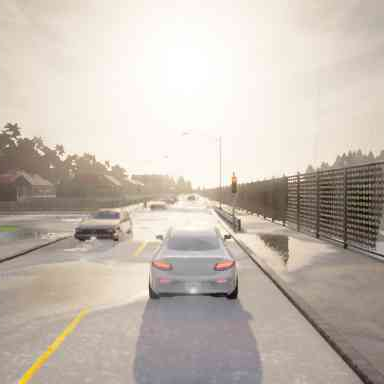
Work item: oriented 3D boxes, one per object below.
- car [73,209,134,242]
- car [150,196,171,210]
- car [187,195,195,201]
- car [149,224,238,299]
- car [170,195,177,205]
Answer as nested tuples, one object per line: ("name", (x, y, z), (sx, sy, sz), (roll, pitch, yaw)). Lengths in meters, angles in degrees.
("car", (-4.136, 1.547, 16.602), (2.033, 1.411, 5.357), (0, 0, 0))
("car", (-4.193, 1.547, 42.602), (2.033, 1.411, 5.357), (0, 0, 0))
("car", (-0.196, 1.478, 86.430), (1.882, 1.535, 5.008), (0, 0, 0))
("car", (0.036, 1.526, 8.307), (1.812, 1.442, 4.674), (0, 0, 0))
("car", (-4.209, 1.477, 58.341), (1.882, 1.535, 5.008), (0, 0, 0))
